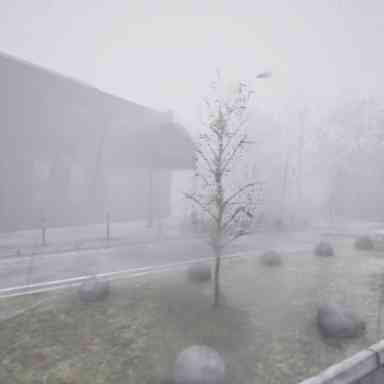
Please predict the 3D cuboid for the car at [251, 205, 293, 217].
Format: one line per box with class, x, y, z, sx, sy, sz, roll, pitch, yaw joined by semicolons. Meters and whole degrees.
car;9.226;2.158;38.937;4.718;1.301;1.895;1;-1;33
